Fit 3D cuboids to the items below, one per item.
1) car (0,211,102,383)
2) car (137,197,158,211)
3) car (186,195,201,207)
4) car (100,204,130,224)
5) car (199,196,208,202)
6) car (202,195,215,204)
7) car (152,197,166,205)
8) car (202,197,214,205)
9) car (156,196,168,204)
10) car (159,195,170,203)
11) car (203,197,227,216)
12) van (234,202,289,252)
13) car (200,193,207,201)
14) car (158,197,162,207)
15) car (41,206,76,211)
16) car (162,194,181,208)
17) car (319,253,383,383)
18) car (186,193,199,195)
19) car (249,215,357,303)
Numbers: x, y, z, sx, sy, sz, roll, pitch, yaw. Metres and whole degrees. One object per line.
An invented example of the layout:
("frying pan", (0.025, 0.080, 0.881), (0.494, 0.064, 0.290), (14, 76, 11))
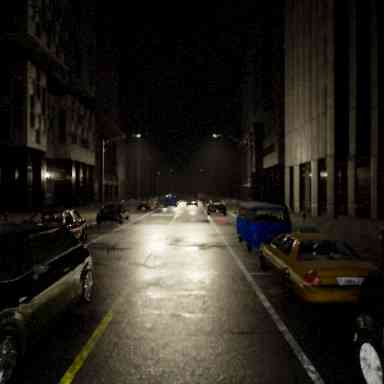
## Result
("car", (-3.100, 1.353, 5.064), (2.097, 1.767, 4.553), (0, 0, 0))
("car", (-5.754, 1.586, 41.770), (1.947, 1.339, 4.313), (0, 0, 0))
("car", (0.008, 1.627, 52.069), (1.895, 1.301, 4.718), (0, 0, 0))
("car", (-5.756, 1.577, 24.861), (1.947, 1.339, 4.313), (0, 0, 0))
("car", (2.777, 1.610, 81.236), (1.947, 1.339, 4.313), (0, 0, 0))
("car", (2.772, 1.568, 47.415), (1.887, 1.381, 4.507), (0, 0, 0))
("car", (-5.751, 1.581, 58.679), (2.008, 1.369, 4.403), (0, 0, 0))
("car", (2.774, 1.596, 58.689), (1.947, 1.339, 4.313), (0, 0, 0))
("car", (-5.750, 1.559, 64.145), (1.752, 1.417, 4.829), (0, 0, 0))
("car", (-5.749, 1.478, 69.952), (1.967, 1.590, 4.097), (0, 0, 0))
("car", (2.360, 1.519, 33.212), (1.837, 1.490, 4.892), (0, 0, 0))
("van", (2.768, 1.346, 13.595), (1.690, 1.788, 3.998), (0, 0, 0))
("car", (2.774, 1.342, 53.052), (2.192, 1.841, 5.009), (0, 0, 0))
("car", (-5.753, 1.464, 47.407), (1.967, 1.590, 4.097), (0, 0, 0))
("car", (-5.757, 1.445, 13.589), (1.967, 1.590, 4.097), (0, 0, 0))
("car", (-3.070, 1.502, 48.273), (1.882, 1.535, 5.008), (0, 0, 0))
("car", (2.766, 1.551, 2.322), (2.008, 1.369, 4.403), (0, 0, 0))
("car", (0.010, 1.487, 68.993), (1.812, 1.442, 4.674), (0, 0, 0))
("car", (2.766, 1.528, 8.128), (1.752, 1.417, 4.829), (0, 0, 0))
